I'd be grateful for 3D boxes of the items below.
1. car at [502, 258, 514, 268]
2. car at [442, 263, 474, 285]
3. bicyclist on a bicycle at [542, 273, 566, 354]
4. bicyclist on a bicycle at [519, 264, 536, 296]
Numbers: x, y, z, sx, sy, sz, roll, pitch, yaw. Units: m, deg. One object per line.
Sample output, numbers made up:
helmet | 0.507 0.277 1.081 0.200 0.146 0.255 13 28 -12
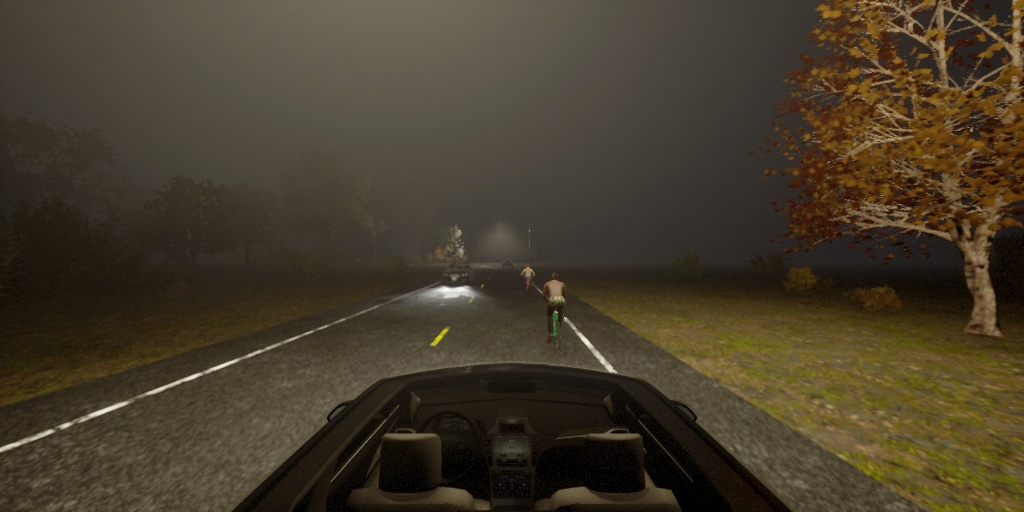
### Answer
car | -0.725 1.263 61.950 1.812 1.442 4.674 0 0 -1
car | -3.837 1.239 26.082 2.128 1.511 4.902 0 0 -1
bicyclist on a bicycle | 0.934 1.202 7.842 0.582 1.620 1.656 0 0 0
bicyclist on a bicycle | 0.804 1.185 18.302 0.866 1.612 1.509 0 0 0
